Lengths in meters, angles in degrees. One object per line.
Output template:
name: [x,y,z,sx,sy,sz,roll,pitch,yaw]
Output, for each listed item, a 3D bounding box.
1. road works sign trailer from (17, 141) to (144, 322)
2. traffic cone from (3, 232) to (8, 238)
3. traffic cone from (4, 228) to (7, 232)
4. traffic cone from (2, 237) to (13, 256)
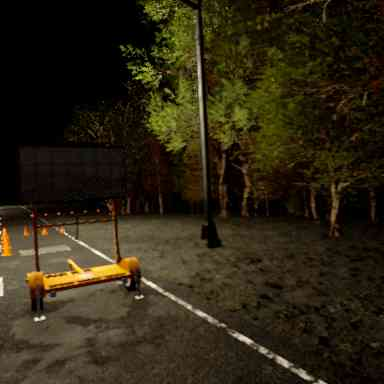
road works sign trailer: [-2.793,0.617,8.007,2.380,3.560,2.880,-3,1,-30]
traffic cone: [-8.418,2.259,15.109,0.340,0.580,0.340,-3,1,-30]
traffic cone: [-9.414,2.277,16.843,0.340,0.580,0.340,-3,1,-30]
traffic cone: [-7.422,2.241,13.375,0.340,0.580,0.340,-3,1,-30]
